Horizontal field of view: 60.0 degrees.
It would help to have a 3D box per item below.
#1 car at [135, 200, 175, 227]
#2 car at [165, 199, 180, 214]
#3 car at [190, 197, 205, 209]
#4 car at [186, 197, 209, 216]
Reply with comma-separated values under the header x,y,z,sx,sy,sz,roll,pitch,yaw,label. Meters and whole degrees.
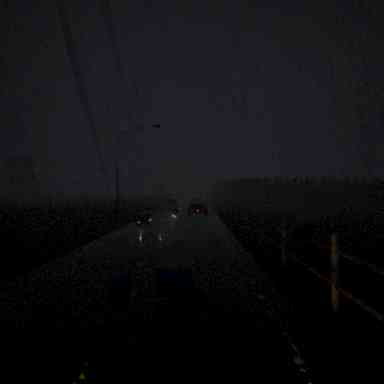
x,y,z,sx,sy,sz,roll,pitch,yaw,label
-2.419,1.490,21.888,1.994,1.385,4.181,0,0,1,car
-2.220,1.423,34.288,2.033,1.411,5.357,0,0,1,car
0.691,1.373,42.726,1.812,1.442,4.674,0,0,1,car
0.534,1.422,30.914,1.812,1.442,4.674,0,0,1,car
